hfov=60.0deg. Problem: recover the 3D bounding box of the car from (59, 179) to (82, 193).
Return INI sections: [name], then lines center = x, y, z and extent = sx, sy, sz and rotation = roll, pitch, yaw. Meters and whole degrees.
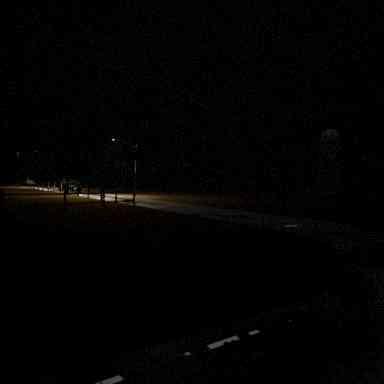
[car]
center = -18.404, -0.957, 50.075
extent = 2.150, 2.045, 5.566
rotation = 2, 2, -36
